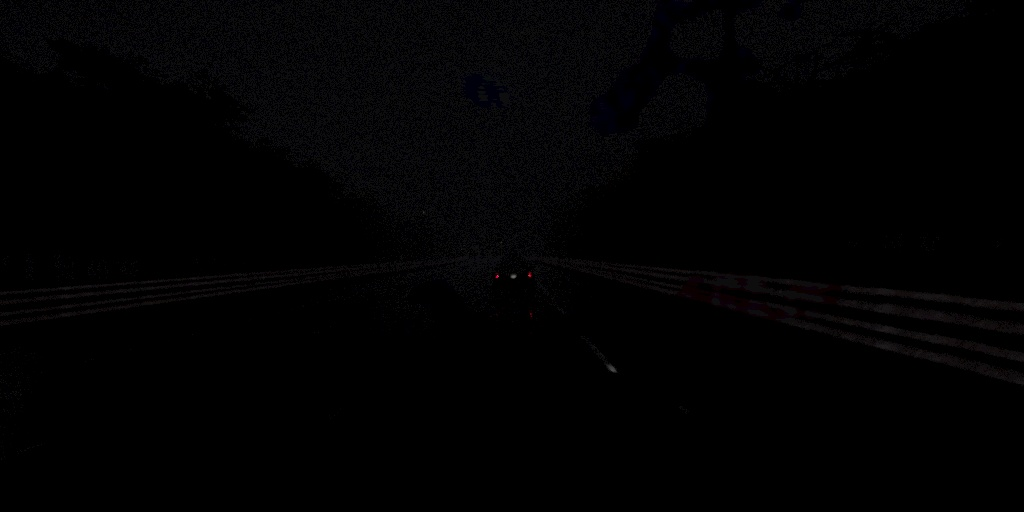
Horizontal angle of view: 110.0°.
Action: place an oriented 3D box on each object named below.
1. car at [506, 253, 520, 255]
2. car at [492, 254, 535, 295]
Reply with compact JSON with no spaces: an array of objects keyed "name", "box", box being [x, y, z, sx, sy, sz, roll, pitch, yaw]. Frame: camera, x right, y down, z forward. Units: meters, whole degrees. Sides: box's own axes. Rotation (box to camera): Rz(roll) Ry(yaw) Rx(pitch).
[{"name":"car","box":[0.145,0.721,37.773,2.150,2.045,5.566,-1,0,0]},{"name":"car","box":[0.087,0.977,19.219,2.097,1.767,4.553,-1,0,0]}]
